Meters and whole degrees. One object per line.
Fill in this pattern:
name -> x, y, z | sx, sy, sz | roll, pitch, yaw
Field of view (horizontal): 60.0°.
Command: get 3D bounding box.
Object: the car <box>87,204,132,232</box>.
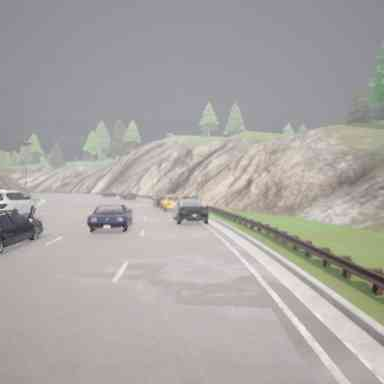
car -> -4.268, 1.311, 17.937 | 1.895, 1.301, 4.718 | 0, 1, -6

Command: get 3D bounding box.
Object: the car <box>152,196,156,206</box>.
car -> -3.297, 0.904, 37.318 | 1.837, 1.490, 4.892 | 0, 1, -14

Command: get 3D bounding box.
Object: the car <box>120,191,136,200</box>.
car -> -10.838, 0.587, 56.255 | 2.128, 1.511, 4.902 | 0, 1, -25

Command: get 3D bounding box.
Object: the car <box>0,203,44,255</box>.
car -> -7.218, 1.352, 12.036 | 2.033, 1.411, 5.357 | 0, 1, -4

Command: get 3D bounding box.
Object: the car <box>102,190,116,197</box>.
car -> -17.479, 0.313, 69.755 | 1.994, 1.385, 4.181 | -1, 1, -31

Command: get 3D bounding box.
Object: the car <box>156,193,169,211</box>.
car -> -1.938, 0.947, 31.541 | 1.801, 1.575, 5.366 | 0, 1, -12

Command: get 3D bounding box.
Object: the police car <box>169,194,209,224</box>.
police car -> -0.181, 1.079, 21.407 | 1.930, 1.638, 5.238 | 0, 1, -8

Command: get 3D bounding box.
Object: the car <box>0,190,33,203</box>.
car -> -11.657, 0.887, 20.743 | 2.150, 2.045, 5.566 | 0, 1, -9
